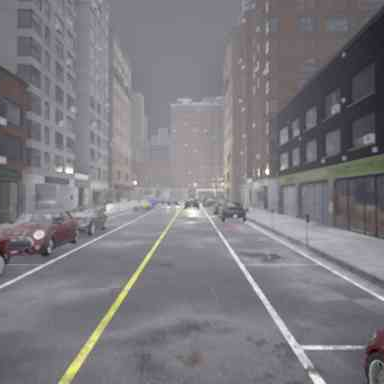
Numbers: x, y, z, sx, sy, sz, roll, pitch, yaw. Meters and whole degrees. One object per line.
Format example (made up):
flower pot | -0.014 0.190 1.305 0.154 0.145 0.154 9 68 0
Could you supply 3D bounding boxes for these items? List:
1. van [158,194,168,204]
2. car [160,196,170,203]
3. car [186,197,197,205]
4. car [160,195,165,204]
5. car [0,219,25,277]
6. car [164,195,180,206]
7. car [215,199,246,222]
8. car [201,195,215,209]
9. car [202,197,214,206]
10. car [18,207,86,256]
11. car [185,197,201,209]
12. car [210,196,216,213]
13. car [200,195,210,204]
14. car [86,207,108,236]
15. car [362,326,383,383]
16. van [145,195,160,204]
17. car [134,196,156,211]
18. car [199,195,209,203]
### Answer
van | -5.875 1.395 67.672 1.690 1.788 3.998 1 0 0
car | -5.879 1.614 73.153 1.887 1.381 4.507 1 0 0
car | -0.017 1.620 64.060 2.033 1.411 5.357 0 0 0
car | -5.875 1.605 62.188 1.947 1.339 4.313 1 0 0
car | -5.849 1.536 7.368 1.887 1.381 4.507 1 0 0
car | -3.075 1.524 54.813 1.837 1.490 4.892 0 0 0
car | 3.135 1.486 26.460 1.837 1.490 4.892 0 0 0
car | 2.658 1.550 45.743 2.008 1.369 4.403 1 0 0
car | 2.653 1.549 56.878 1.752 1.417 4.829 1 0 0
car | -5.850 1.428 12.851 1.967 1.590 4.097 1 0 0
car | -0.006 1.537 44.434 1.812 1.442 4.674 0 0 0
car | 3.133 1.489 33.461 1.837 1.490 4.892 0 0 0
car | 2.649 1.492 67.673 1.967 1.590 4.097 1 0 0
car | -5.854 1.536 18.333 2.008 1.369 4.403 1 0 0
car | 2.678 1.579 1.883 1.802 1.307 4.206 1 0 0
van | -5.865 1.342 45.743 1.690 1.788 3.998 1 0 0
car | -5.864 1.518 40.089 1.752 1.417 4.829 1 0 0
car | 2.647 1.507 73.156 1.967 1.590 4.097 1 0 0
